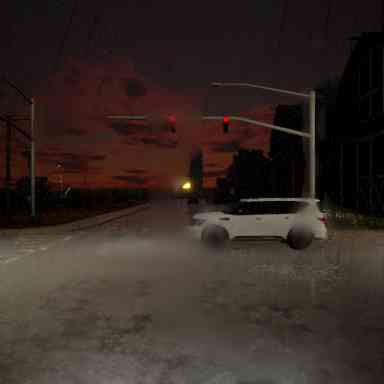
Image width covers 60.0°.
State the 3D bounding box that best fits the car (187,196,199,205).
[{"bbox_3d":[0.194,1.496,57.563,2.033,1.411,5.357,0,-1,1],"label":"car"}]

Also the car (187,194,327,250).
[{"bbox_3d":[2.677,1.239,13.903,5.566,2.045,2.150,0,0,1],"label":"car"}]

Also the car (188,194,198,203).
[{"bbox_3d":[0.179,1.352,67.303,2.097,1.767,4.553,0,0,0],"label":"car"}]
